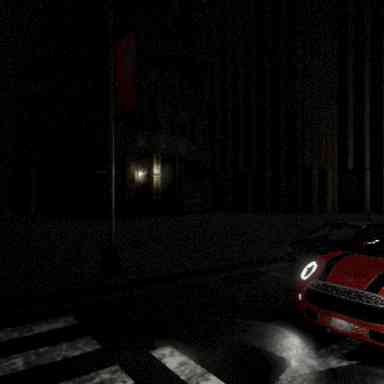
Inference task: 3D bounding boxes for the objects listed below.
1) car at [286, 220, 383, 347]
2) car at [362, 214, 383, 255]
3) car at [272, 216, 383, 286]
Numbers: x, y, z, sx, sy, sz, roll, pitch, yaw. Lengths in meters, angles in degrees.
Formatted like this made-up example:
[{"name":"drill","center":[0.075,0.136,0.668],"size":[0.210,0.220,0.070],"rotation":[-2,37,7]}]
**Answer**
[{"name":"car","center":[3.997,1.353,6.199],"size":[4.553,1.767,2.097],"rotation":[0,0,-36]},{"name":"car","center":[8.740,1.554,12.893],"size":[4.403,1.369,2.008],"rotation":[0,0,-36]},{"name":"car","center":[4.677,1.553,9.992],"size":[4.403,1.369,2.008],"rotation":[0,0,-36]}]
